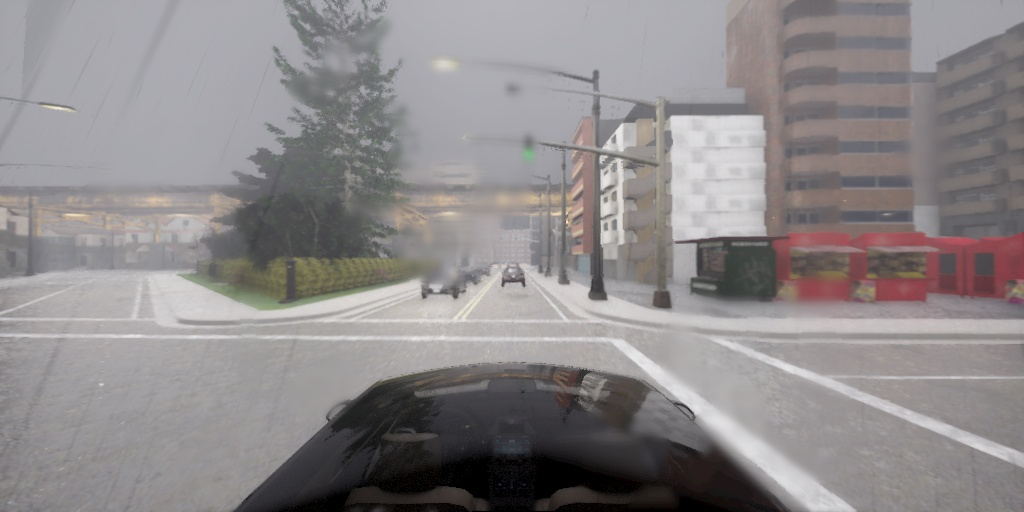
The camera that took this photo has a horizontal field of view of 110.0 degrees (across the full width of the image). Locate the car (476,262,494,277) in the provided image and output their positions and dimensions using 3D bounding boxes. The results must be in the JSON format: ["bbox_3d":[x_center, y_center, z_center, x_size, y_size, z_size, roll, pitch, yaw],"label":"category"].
[{"bbox_3d":[-3.543,1.649,42.516,1.837,1.490,4.892,0,-1,1],"label":"car"}]

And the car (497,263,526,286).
[{"bbox_3d":[0.099,1.533,27.929,2.033,1.411,5.357,0,-1,0],"label":"car"}]

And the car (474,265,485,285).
[{"bbox_3d":[-3.565,1.614,29.126,1.895,1.301,4.718,0,-1,0],"label":"car"}]

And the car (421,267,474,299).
[{"bbox_3d":[-3.583,1.411,19.554,2.128,1.511,4.902,0,-1,0],"label":"car"}]
